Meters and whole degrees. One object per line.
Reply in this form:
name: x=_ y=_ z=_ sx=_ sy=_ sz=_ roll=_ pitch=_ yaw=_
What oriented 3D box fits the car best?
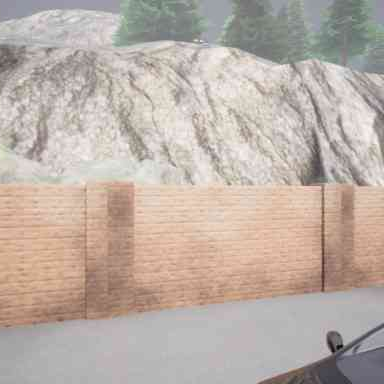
car: x=2.100 y=1.492 z=1.946 sx=4.902 sy=1.511 sz=2.128 roll=0 pitch=0 yaw=-19
